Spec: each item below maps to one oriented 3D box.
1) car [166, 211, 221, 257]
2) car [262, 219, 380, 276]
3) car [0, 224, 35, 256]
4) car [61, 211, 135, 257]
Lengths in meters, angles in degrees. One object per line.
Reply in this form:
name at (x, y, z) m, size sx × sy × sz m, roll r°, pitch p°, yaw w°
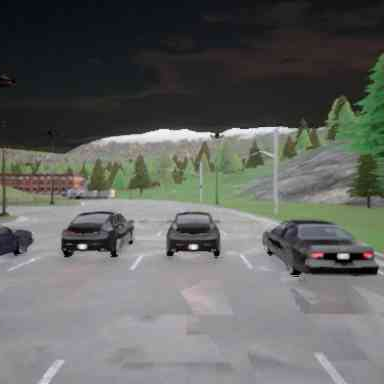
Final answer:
car at (0.058, 1.495, 12.840) m, size 1.837 × 1.490 × 4.892 m, roll 0°, pitch -1°, yaw 0°
car at (3.541, 1.541, 10.246) m, size 2.033 × 1.411 × 5.357 m, roll 0°, pitch 0°, yaw 1°
car at (-6.959, 1.541, 10.246) m, size 2.033 × 1.411 × 5.357 m, roll 0°, pitch 0°, yaw 1°
car at (-3.442, 1.494, 12.897) m, size 1.837 × 1.490 × 4.892 m, roll 0°, pitch -1°, yaw 0°
